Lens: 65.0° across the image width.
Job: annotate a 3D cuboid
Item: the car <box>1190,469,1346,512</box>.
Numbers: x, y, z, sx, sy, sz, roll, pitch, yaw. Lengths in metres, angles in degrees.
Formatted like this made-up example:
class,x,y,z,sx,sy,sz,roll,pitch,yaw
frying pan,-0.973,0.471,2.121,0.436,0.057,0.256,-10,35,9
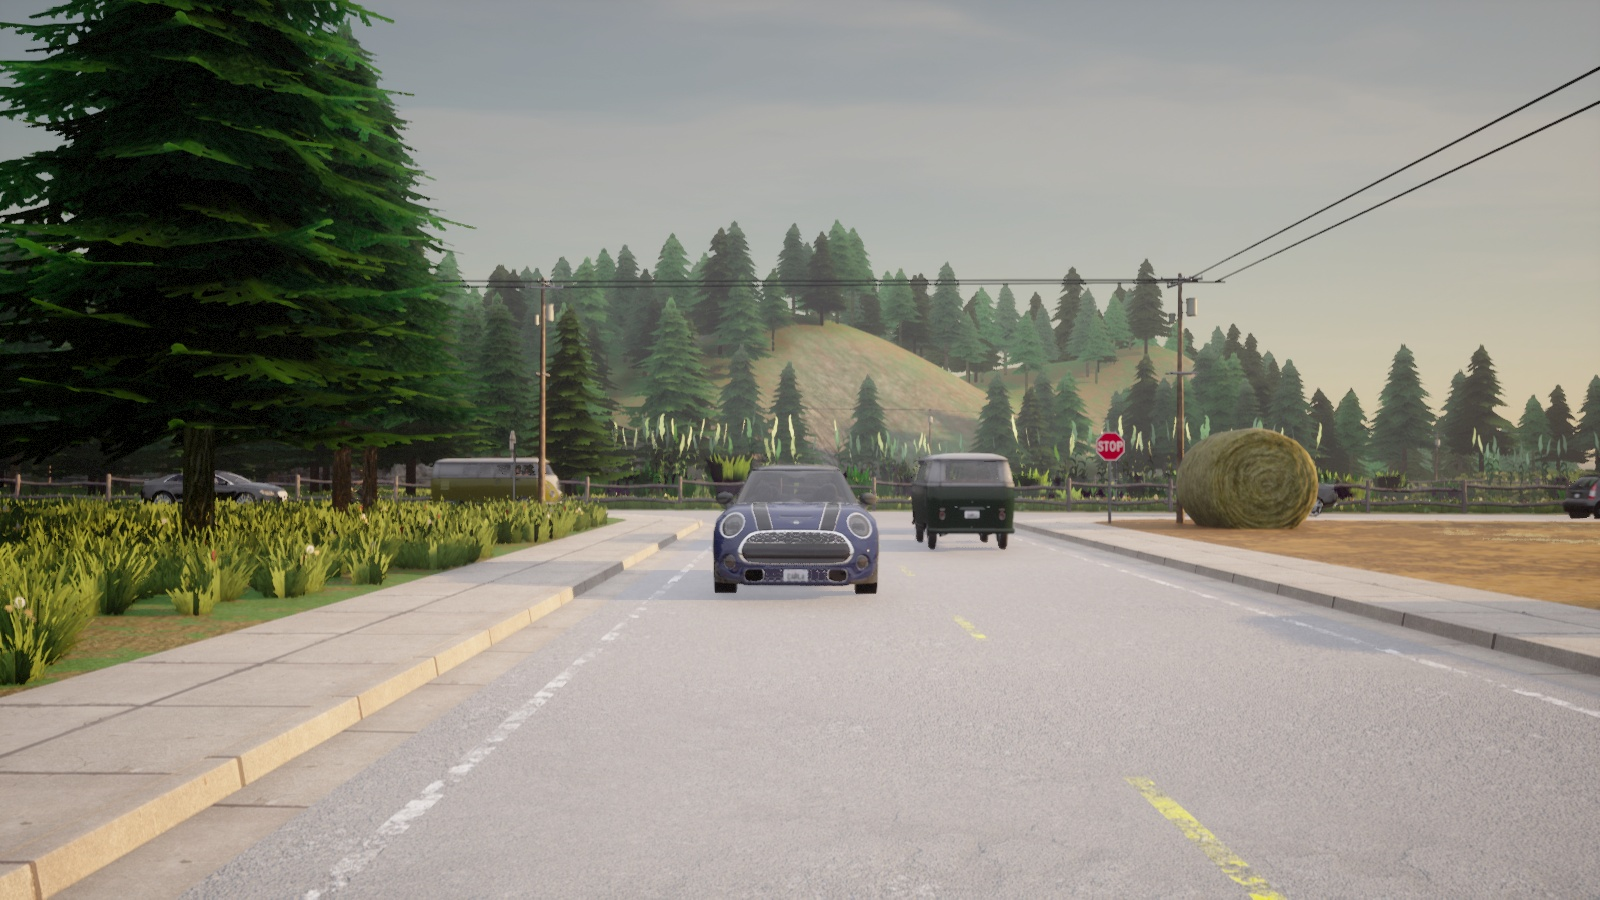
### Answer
class,x,y,z,sx,sy,sz,roll,pitch,yaw
car,17.010,1.463,45.842,4.902,1.511,2.128,0,-1,3

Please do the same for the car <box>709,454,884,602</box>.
class,x,y,z,sx,sy,sz,roll,pitch,yaw
car,-0.046,0.976,17.385,2.097,1.767,4.553,0,-1,0

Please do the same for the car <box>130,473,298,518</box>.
class,x,y,z,sx,sy,sz,roll,pitch,yaw
car,-20.473,1.582,44.031,4.902,1.511,2.128,0,-1,2

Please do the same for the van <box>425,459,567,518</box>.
class,x,y,z,sx,sy,sz,roll,pitch,yaw
van,-10.522,1.334,43.627,4.442,1.987,1.775,0,-1,3

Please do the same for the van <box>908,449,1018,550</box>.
class,x,y,z,sx,sy,sz,roll,pitch,yaw
van,3.428,1.025,27.133,1.775,1.987,4.442,0,-1,0

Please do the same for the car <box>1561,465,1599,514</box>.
class,x,y,z,sx,sy,sz,roll,pitch,yaw
car,27.922,1.293,41.838,3.988,1.617,1.851,0,-1,3
